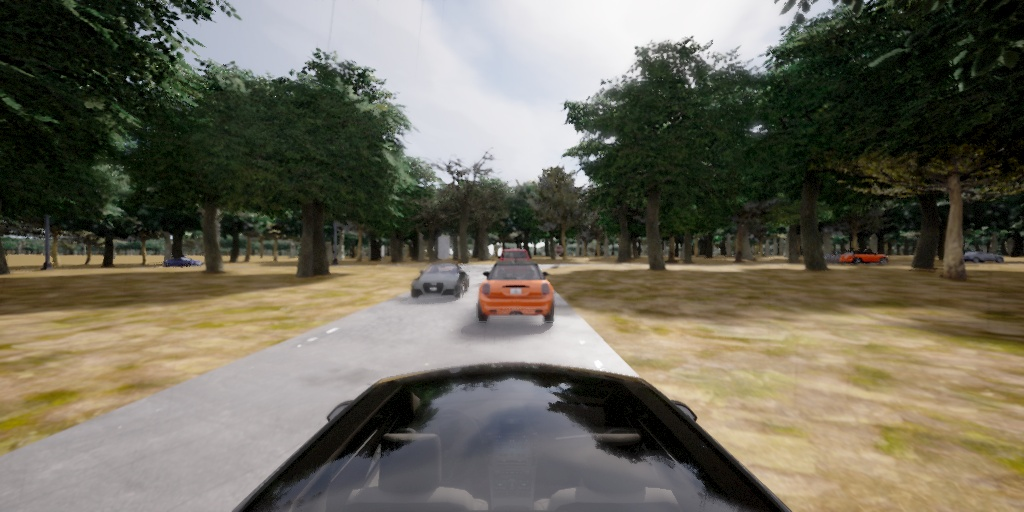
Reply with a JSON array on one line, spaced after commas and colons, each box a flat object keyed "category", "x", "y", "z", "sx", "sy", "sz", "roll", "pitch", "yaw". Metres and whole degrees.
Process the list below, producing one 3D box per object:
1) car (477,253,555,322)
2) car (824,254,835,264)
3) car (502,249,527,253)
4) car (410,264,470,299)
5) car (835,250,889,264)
[{"category": "car", "x": 0.127, "y": 0.905, "z": 11.515, "sx": 2.097, "sy": 1.767, "sz": 4.553, "roll": 0, "pitch": 1, "yaw": 1}, {"category": "car", "x": 42.934, "y": 0.367, "z": 48.425, "sx": 4.181, "sy": 1.385, "sz": 1.994, "roll": 0, "pitch": -1, "yaw": 3}, {"category": "car", "x": 0.190, "y": 0.554, "z": 24.646, "sx": 2.150, "sy": 2.045, "sz": 5.566, "roll": 0, "pitch": 1, "yaw": 1}, {"category": "car", "x": -3.016, "y": 1.039, "z": 15.769, "sx": 1.994, "sy": 1.385, "sz": 4.181, "roll": 0, "pitch": 1, "yaw": 0}, {"category": "car", "x": 44.038, "y": 0.104, "z": 44.817, "sx": 4.553, "sy": 1.767, "sz": 2.097, "roll": 0, "pitch": -1, "yaw": 3}]
